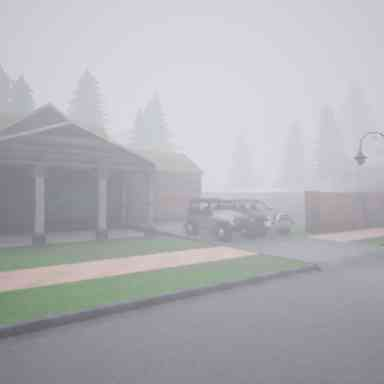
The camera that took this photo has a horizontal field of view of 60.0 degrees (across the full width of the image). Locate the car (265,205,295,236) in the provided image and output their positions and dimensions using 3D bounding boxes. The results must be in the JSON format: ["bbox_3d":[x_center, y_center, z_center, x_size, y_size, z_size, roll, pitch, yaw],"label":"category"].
[{"bbox_3d":[3.046,1.260,17.537,1.932,1.855,4.605,0,0,-36],"label":"car"}]

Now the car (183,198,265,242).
[{"bbox_3d":[1.233,1.245,15.753,1.905,1.878,3.866,0,0,-36],"label":"car"}]
